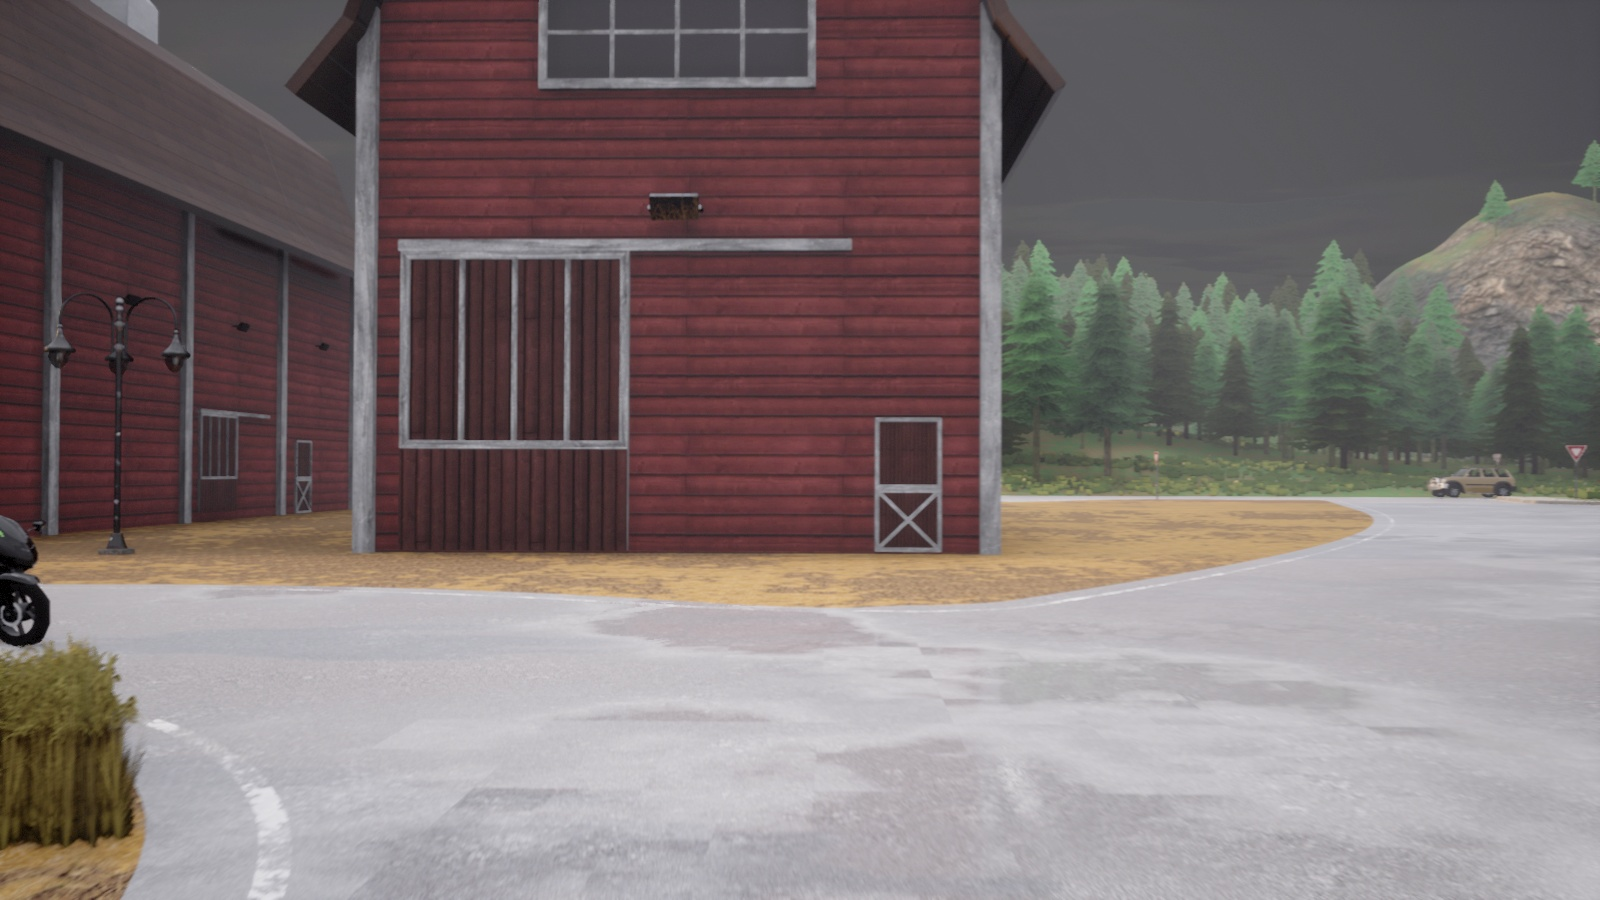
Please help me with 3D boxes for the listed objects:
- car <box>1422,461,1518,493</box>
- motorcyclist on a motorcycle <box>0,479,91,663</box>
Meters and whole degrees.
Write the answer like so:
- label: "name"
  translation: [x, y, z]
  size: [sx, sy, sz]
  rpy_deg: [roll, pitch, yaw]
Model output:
- label: "car"
  translation: [39.131, 1.584, 73.422]
  size: [4.605, 1.855, 1.932]
  rpy_deg: [0, -1, 1]
- label: "motorcyclist on a motorcycle"
  translation: [-7.421, 1.022, 10.987]
  size: [2.044, 1.523, 0.797]
  rpy_deg: [0, -1, 8]
